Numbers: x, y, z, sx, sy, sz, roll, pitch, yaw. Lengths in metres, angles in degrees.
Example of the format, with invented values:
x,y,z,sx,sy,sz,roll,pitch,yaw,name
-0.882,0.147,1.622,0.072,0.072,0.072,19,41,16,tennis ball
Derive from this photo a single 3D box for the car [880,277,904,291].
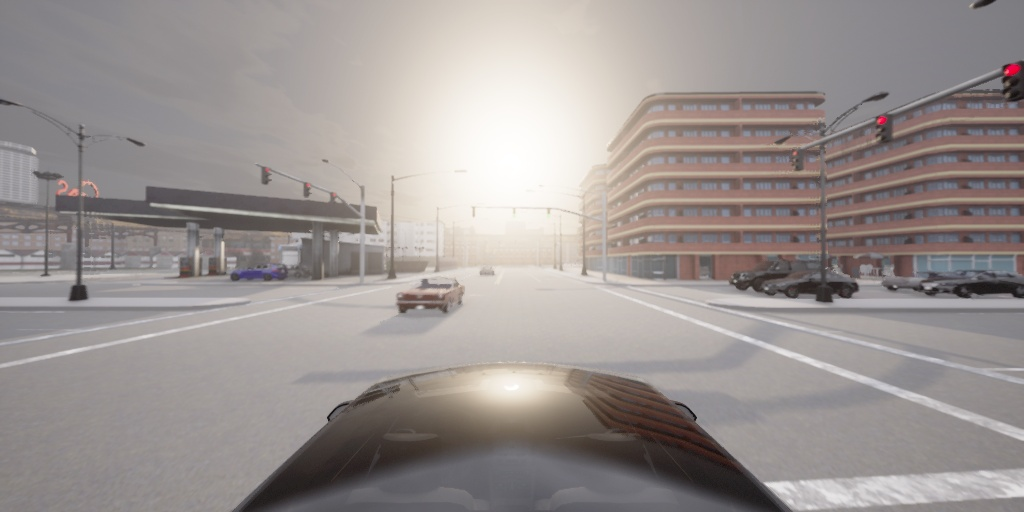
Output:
x,y,z,sx,sy,sz,roll,pitch,yaw,name
27.039,1.667,23.247,4.718,1.301,1.895,0,-1,1,car

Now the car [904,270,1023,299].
x,y,z,sx,sy,sz,roll,pitch,yaw,name
25.418,1.507,19.741,4.902,1.511,2.128,0,-1,1,car

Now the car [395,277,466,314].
x,y,z,sx,sy,sz,roll,pitch,yaw,name
-3.175,1.537,14.796,1.895,1.301,4.718,0,-1,2,car

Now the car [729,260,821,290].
x,y,z,sx,sy,sz,roll,pitch,yaw,name
17.275,1.282,23.320,5.566,2.045,2.150,0,-1,0,car

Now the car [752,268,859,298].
x,y,z,sx,sy,sz,roll,pitch,yaw,name
16.378,1.537,19.815,4.674,1.442,1.812,0,-1,0,car

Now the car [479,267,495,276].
x,y,z,sx,sy,sz,roll,pitch,yaw,name
-3.210,1.981,47.116,1.994,1.385,4.181,0,0,-1,car
